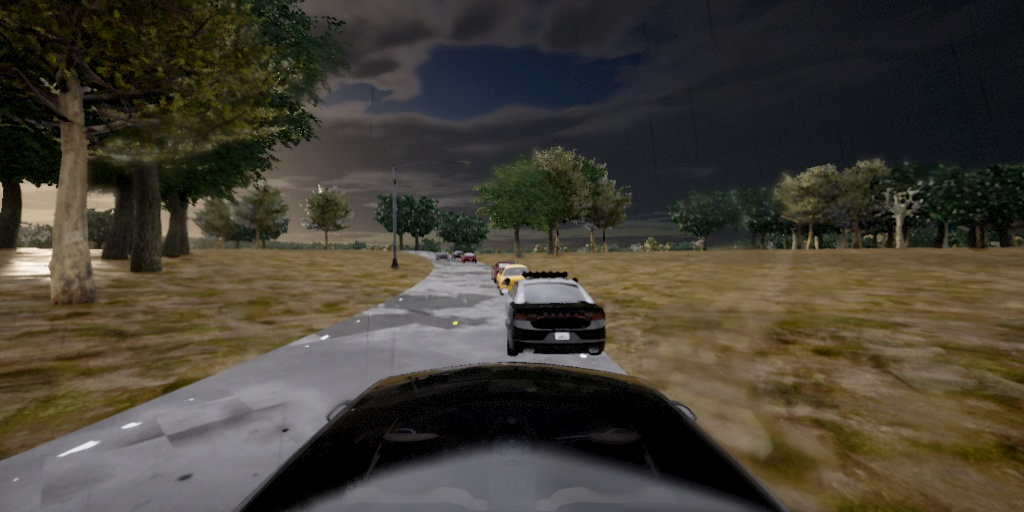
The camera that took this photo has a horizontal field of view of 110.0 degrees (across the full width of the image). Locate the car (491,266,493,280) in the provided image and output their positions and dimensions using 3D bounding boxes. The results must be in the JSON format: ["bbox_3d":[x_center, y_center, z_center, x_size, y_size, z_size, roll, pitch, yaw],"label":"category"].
[{"bbox_3d":[-0.437,1.071,24.848,1.812,1.442,4.674,-1,1,-7],"label":"car"}]

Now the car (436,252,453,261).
[{"bbox_3d":[-11.175,0.055,57.465,2.033,1.411,5.357,0,2,-16],"label":"car"}]

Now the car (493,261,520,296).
[{"bbox_3d":[0.141,1.122,18.988,1.801,1.575,5.366,-2,2,-5],"label":"car"}]

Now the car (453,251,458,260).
[{"bbox_3d":[-9.594,-0.193,63.068,1.837,1.490,4.892,0,3,-19],"label":"car"}]

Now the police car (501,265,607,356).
[{"bbox_3d":[0.787,1.186,8.824,1.930,1.638,5.238,0,0,-2],"label":"police car"}]

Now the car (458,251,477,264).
[{"bbox_3d":[-6.161,0.265,50.890,1.882,1.535,5.008,0,2,-14],"label":"car"}]
